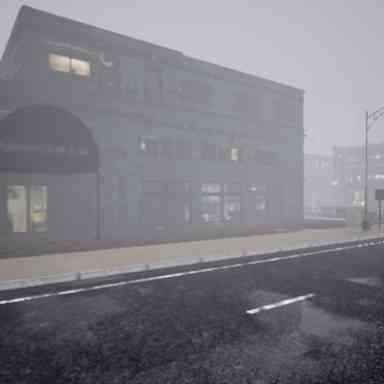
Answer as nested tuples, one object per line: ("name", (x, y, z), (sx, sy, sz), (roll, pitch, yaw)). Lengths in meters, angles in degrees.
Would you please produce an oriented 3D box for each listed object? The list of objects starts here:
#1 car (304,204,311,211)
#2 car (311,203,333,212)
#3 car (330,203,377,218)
("car", (17.199, 2.439, 53.468), (1.802, 1.307, 4.206), (-1, 0, -36))
("car", (20.415, 2.345, 48.963), (2.008, 1.369, 4.403), (-1, 0, -36))
("car", (18.343, 2.248, 37.234), (1.947, 1.339, 4.313), (-1, 0, -36))
